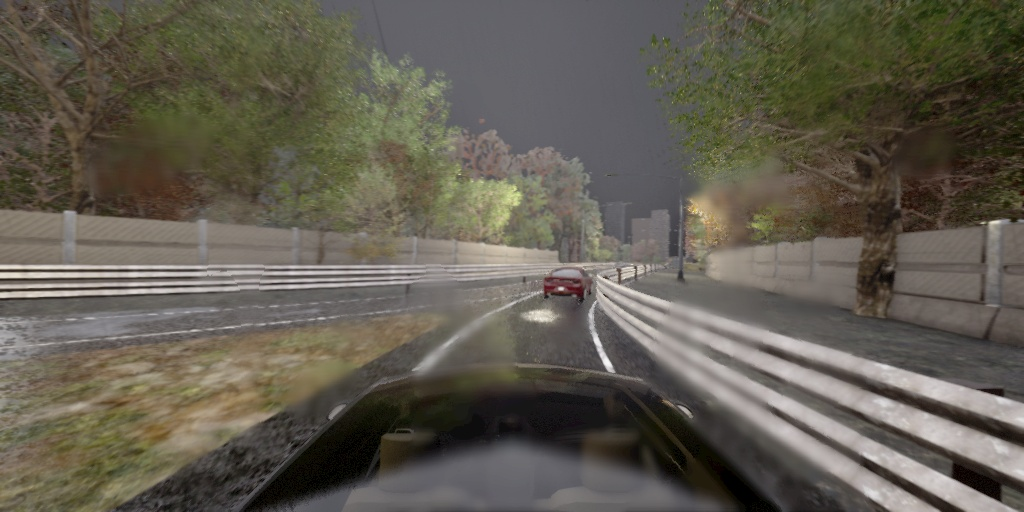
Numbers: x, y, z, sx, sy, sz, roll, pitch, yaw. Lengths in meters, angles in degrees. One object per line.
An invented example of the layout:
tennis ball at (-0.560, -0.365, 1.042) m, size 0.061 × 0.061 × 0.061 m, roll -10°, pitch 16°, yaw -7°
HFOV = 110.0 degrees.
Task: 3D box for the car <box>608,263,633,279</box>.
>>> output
car at (11.103, 1.607, 36.627) m, size 1.994 × 1.385 × 4.181 m, roll 2°, pitch 0°, yaw 25°

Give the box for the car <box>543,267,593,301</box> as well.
car at (2.935, 1.299, 18.082) m, size 1.882 × 1.535 × 5.008 m, roll 1°, pitch 0°, yaw 18°
